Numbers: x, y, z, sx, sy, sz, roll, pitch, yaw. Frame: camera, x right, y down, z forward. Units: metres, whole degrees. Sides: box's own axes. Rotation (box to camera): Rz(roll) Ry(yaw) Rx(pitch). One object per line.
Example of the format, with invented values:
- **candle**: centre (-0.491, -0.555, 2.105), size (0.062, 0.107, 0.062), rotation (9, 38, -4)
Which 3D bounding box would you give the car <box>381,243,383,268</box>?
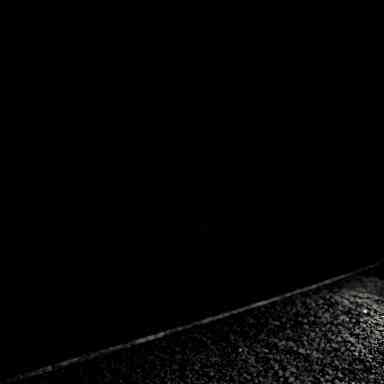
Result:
- **car**: centre (7.270, 1.509, 9.839), size (4.902, 1.511, 2.128), rotation (0, 0, -42)
